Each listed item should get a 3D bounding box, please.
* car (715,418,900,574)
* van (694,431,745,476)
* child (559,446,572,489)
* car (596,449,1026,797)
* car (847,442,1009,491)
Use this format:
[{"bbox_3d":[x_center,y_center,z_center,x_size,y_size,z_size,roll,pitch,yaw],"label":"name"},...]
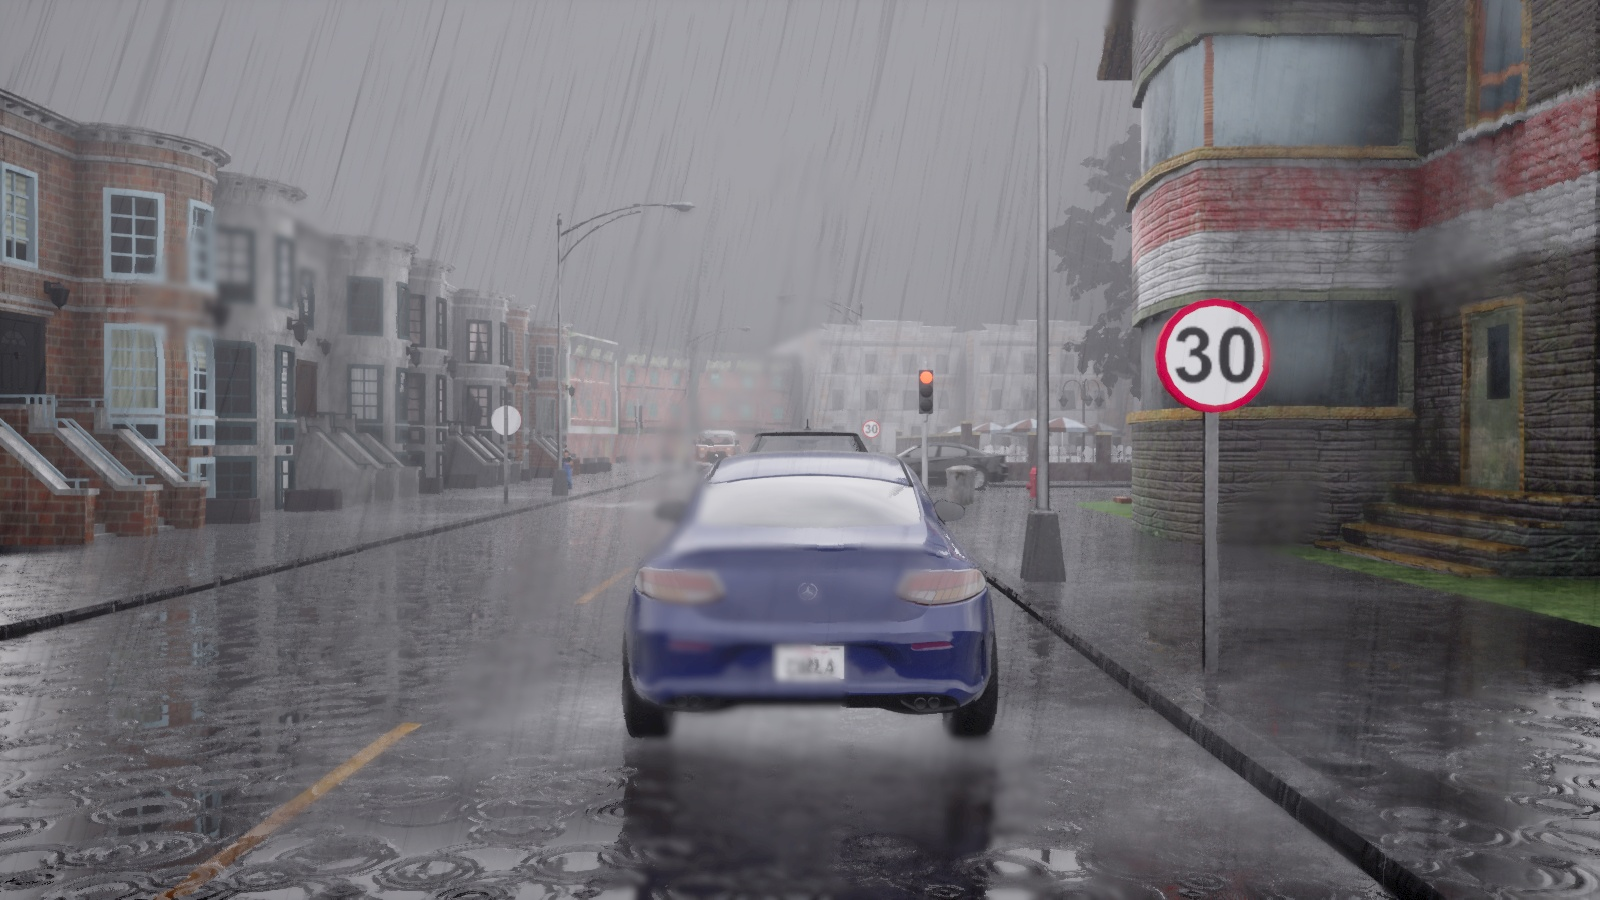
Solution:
[{"bbox_3d":[0.102,0.512,16.547,2.097,1.767,4.553,0,0,0],"label":"car"},{"bbox_3d":[-3.687,0.138,58.264,2.069,2.038,4.480,0,0,0],"label":"van"},{"bbox_3d":[-7.005,0.518,37.570,0.270,1.263,0.437,0,0,6],"label":"child"},{"bbox_3d":[0.058,0.729,7.638,1.812,1.442,4.674,0,0,0],"label":"car"},{"bbox_3d":[4.072,0.501,40.129,5.008,1.535,1.882,0,1,6],"label":"car"}]
